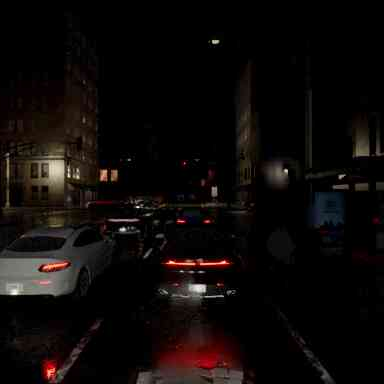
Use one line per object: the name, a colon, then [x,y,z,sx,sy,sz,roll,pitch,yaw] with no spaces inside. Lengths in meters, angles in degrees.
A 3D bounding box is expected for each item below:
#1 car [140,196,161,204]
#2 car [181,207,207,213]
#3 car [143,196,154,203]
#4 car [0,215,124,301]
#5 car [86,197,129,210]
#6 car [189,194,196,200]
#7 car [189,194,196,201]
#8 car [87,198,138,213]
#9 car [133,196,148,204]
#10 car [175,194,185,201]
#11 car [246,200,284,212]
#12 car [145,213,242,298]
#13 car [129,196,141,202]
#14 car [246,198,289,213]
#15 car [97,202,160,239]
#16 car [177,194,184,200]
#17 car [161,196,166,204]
car: [-6.527,1.524,52.963,1.837,1.490,4.892,0,0,0]
car: [0.103,1.532,17.587,1.812,1.442,4.674,0,0,0]
car: [-9.662,1.544,73.763,1.812,1.442,4.674,0,0,0]
car: [-3.146,1.528,8.220,1.812,1.442,4.674,0,0,0]
car: [-10.355,1.407,40.125,4.553,1.767,2.097,0,-1,0]
car: [0.112,1.381,93.246,2.033,1.411,5.357,0,0,0]
car: [0.100,1.605,83.274,1.895,1.301,4.718,0,0,0]
car: [-8.731,1.622,36.878,4.718,1.301,1.895,0,-1,0]
car: [-9.722,1.511,63.549,2.128,1.511,4.902,0,0,1]
car: [-3.151,1.535,82.832,2.128,1.511,4.902,0,0,0]
car: [8.741,1.682,40.178,4.181,1.385,1.994,0,-1,0]
car: [0.102,1.508,8.471,1.837,1.490,4.892,0,0,0]
car: [-9.772,1.524,53.420,1.837,1.490,4.892,0,0,0]
car: [8.269,1.425,36.874,4.553,1.767,2.097,0,-1,-1]
car: [-3.131,1.498,17.486,2.128,1.511,4.902,0,0,0]
car: [-3.138,1.319,93.251,1.882,1.535,5.008,0,0,0]
car: [-6.488,1.546,61.987,1.812,1.442,4.674,0,0,1]
